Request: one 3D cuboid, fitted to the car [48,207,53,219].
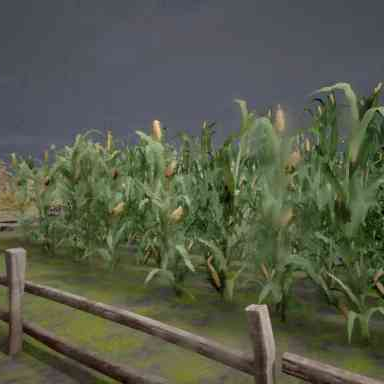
[{"bbox_3d":[-10.289,1.526,27.543,1.994,1.385,4.181,0,0,36],"label":"car"}]
